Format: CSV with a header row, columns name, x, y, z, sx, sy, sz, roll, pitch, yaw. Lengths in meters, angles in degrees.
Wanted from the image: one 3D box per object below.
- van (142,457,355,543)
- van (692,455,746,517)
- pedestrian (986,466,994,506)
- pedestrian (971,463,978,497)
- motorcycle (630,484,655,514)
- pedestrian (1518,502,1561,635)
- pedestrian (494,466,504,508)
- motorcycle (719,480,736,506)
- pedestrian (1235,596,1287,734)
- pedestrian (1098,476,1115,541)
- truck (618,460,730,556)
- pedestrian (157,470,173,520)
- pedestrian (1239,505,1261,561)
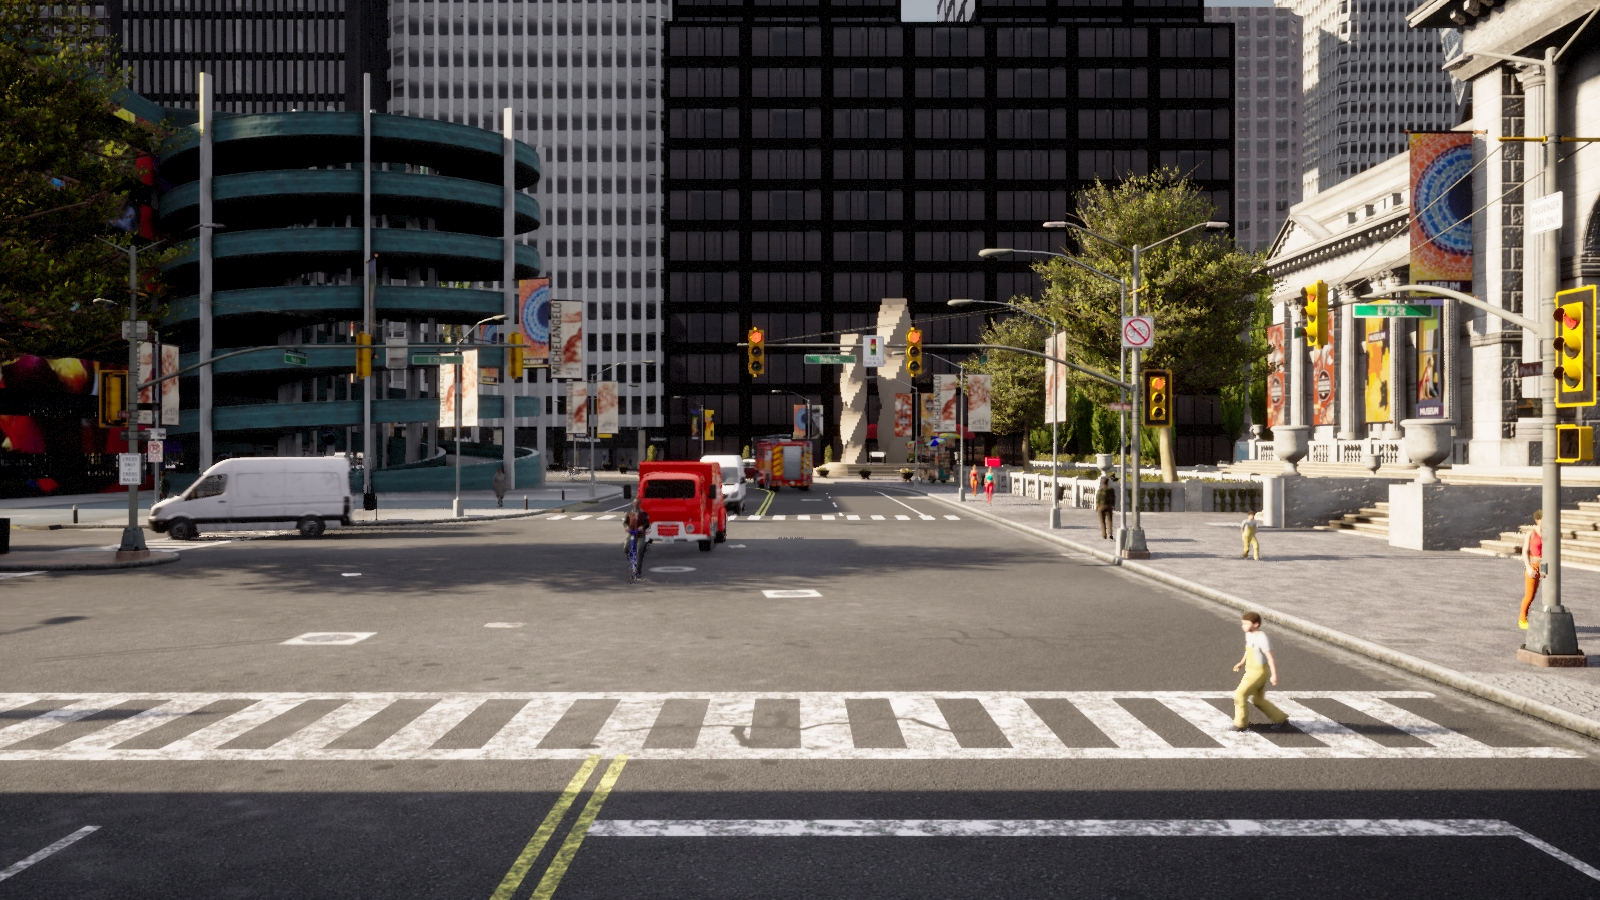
name,x,y,z,sx,sy,sz,roll,pitch,yaw
van,-17.416,1.520,36.474,5.915,2.561,1.988,0,1,-18
van,-3.500,1.515,50.399,1.988,2.561,5.915,0,0,0
pedestrian,8.929,1.675,53.755,0.375,1.860,0.375,0,0,11
pedestrian,9.691,1.670,63.466,0.375,1.860,0.375,0,0,7
motorcycle,-6.952,2.162,50.455,0.856,1.236,1.805,0,0,-1
pedestrian,10.579,1.689,16.350,0.375,1.860,0.375,0,0,4
pedestrian,-13.621,1.676,51.763,0.375,1.860,0.375,0,0,-25
motorcycle,-3.633,2.160,57.449,0.856,1.236,1.805,0,0,-3
pedestrian,4.587,2.124,11.371,0.375,1.300,0.375,0,0,3
pedestrian,8.878,1.683,33.106,0.375,1.860,0.375,0,0,2
truck,-3.488,1.555,32.810,2.627,2.467,5.204,0,0,0
pedestrian,-23.816,1.679,42.834,0.375,1.860,0.375,0,0,13
pedestrian,10.731,1.966,27.238,0.375,1.300,0.375,0,0,-4
